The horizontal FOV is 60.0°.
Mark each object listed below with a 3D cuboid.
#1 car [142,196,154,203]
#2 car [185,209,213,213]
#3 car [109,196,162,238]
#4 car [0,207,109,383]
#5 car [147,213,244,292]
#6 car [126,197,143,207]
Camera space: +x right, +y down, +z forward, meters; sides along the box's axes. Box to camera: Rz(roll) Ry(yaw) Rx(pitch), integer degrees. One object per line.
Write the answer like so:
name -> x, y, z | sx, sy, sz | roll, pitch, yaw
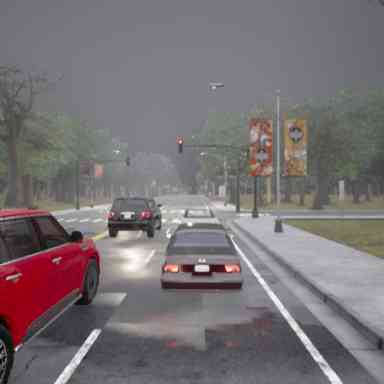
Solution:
car -> -8.945, 1.536, 68.574 | 1.812, 1.442, 4.674 | 0, 0, 1
car -> 0.343, 1.595, 18.676 | 1.895, 1.301, 4.718 | 0, 0, -2
car -> -2.915, 1.216, 17.869 | 2.150, 2.045, 5.566 | 0, 0, 1
car -> -3.061, 1.218, 4.871 | 2.150, 2.045, 5.566 | 0, 0, 0
car -> 0.231, 1.543, 9.025 | 2.033, 1.411, 5.357 | 0, 0, 1
car -> -9.202, 1.528, 53.186 | 1.812, 1.442, 4.674 | 0, 0, 1
